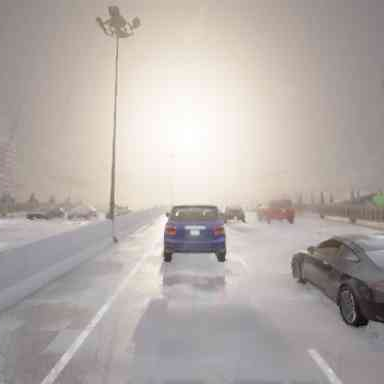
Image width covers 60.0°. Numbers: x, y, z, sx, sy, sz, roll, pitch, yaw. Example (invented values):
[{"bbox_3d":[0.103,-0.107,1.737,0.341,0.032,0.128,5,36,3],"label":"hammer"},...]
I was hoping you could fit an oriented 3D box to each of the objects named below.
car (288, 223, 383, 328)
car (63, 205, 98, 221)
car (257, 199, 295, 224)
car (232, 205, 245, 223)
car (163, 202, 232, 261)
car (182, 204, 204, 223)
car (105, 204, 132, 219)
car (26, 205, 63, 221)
[{"bbox_3d":[3.598,1.625,7.063,1.812,1.442,4.674,0,-1,0],"label":"car"},{"bbox_3d":[-10.604,1.977,32.533,1.812,1.442,4.674,0,-1,0],"label":"car"},{"bbox_3d":[7.093,1.618,28.502,2.150,2.045,5.566,0,-1,0],"label":"car"},{"bbox_3d":[3.593,1.921,29.922,1.837,1.490,4.892,0,-1,0],"label":"car"},{"bbox_3d":[0.097,1.407,13.176,2.150,2.045,5.566,0,-1,0],"label":"car"},{"bbox_3d":[0.093,1.909,31.116,1.882,1.535,5.008,0,-1,0],"label":"car"},{"bbox_3d":[-7.104,1.942,32.512,2.128,1.511,4.902,0,-1,0],"label":"car"},{"bbox_3d":[-14.107,1.998,32.506,2.033,1.411,5.357,0,-1,0],"label":"car"}]
